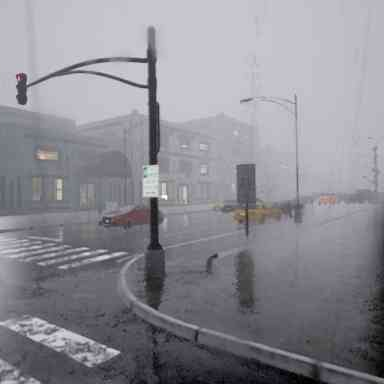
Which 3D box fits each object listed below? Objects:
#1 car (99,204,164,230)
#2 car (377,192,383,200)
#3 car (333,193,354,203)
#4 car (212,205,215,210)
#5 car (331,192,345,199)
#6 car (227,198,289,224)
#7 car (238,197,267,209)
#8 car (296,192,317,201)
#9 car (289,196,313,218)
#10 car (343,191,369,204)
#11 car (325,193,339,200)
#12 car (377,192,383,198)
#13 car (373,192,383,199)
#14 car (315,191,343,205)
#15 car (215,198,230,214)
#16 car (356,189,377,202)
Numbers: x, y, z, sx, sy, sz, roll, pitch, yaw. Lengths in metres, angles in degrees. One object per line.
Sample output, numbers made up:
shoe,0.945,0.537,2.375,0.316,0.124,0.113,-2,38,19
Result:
car,-3.649,1.460,20.534,1.994,1.385,4.181,-1,0,36
car,33.593,0.583,61.956,2.192,1.841,5.009,-1,0,36
car,24.509,0.918,53.872,2.128,1.511,4.902,-1,0,36
car,3.959,1.316,35.406,1.752,1.417,4.829,-1,0,36
car,33.319,0.769,75.835,1.967,1.590,4.097,-1,0,36
car,4.434,1.256,21.802,1.752,1.417,4.829,-1,0,36
car,7.311,1.319,40.021,1.802,1.307,4.206,-1,0,36
car,15.423,1.084,46.660,2.128,1.511,4.902,-1,0,36
car,7.586,1.230,26.142,2.008,1.369,4.403,-1,0,36
car,22.891,0.937,46.455,1.837,1.490,4.892,-1,0,36
car,30.069,0.961,71.359,1.802,1.307,4.206,-1,0,36
car,43.175,0.664,75.134,1.887,1.381,4.507,-1,0,36
car,40.098,0.733,70.910,1.947,1.339,4.313,-1,0,36
car,19.263,0.862,46.648,2.097,1.767,4.553,-1,0,35
car,4.443,1.330,31.665,1.994,1.385,4.181,-1,0,37
car,26.985,0.589,52.168,2.150,2.045,5.566,-1,0,36
